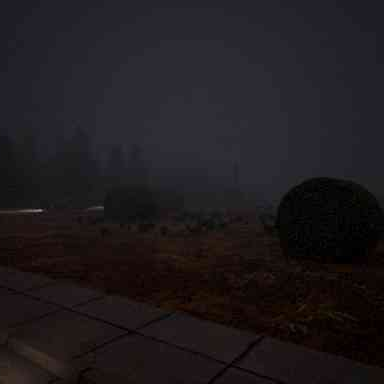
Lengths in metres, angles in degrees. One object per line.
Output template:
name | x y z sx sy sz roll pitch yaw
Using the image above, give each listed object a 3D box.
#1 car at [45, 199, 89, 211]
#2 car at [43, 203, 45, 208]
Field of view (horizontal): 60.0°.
car | -14.364 1.503 39.193 1.812 1.442 4.674 0 0 37
car | -16.700 1.536 42.286 1.994 1.385 4.181 0 0 37
